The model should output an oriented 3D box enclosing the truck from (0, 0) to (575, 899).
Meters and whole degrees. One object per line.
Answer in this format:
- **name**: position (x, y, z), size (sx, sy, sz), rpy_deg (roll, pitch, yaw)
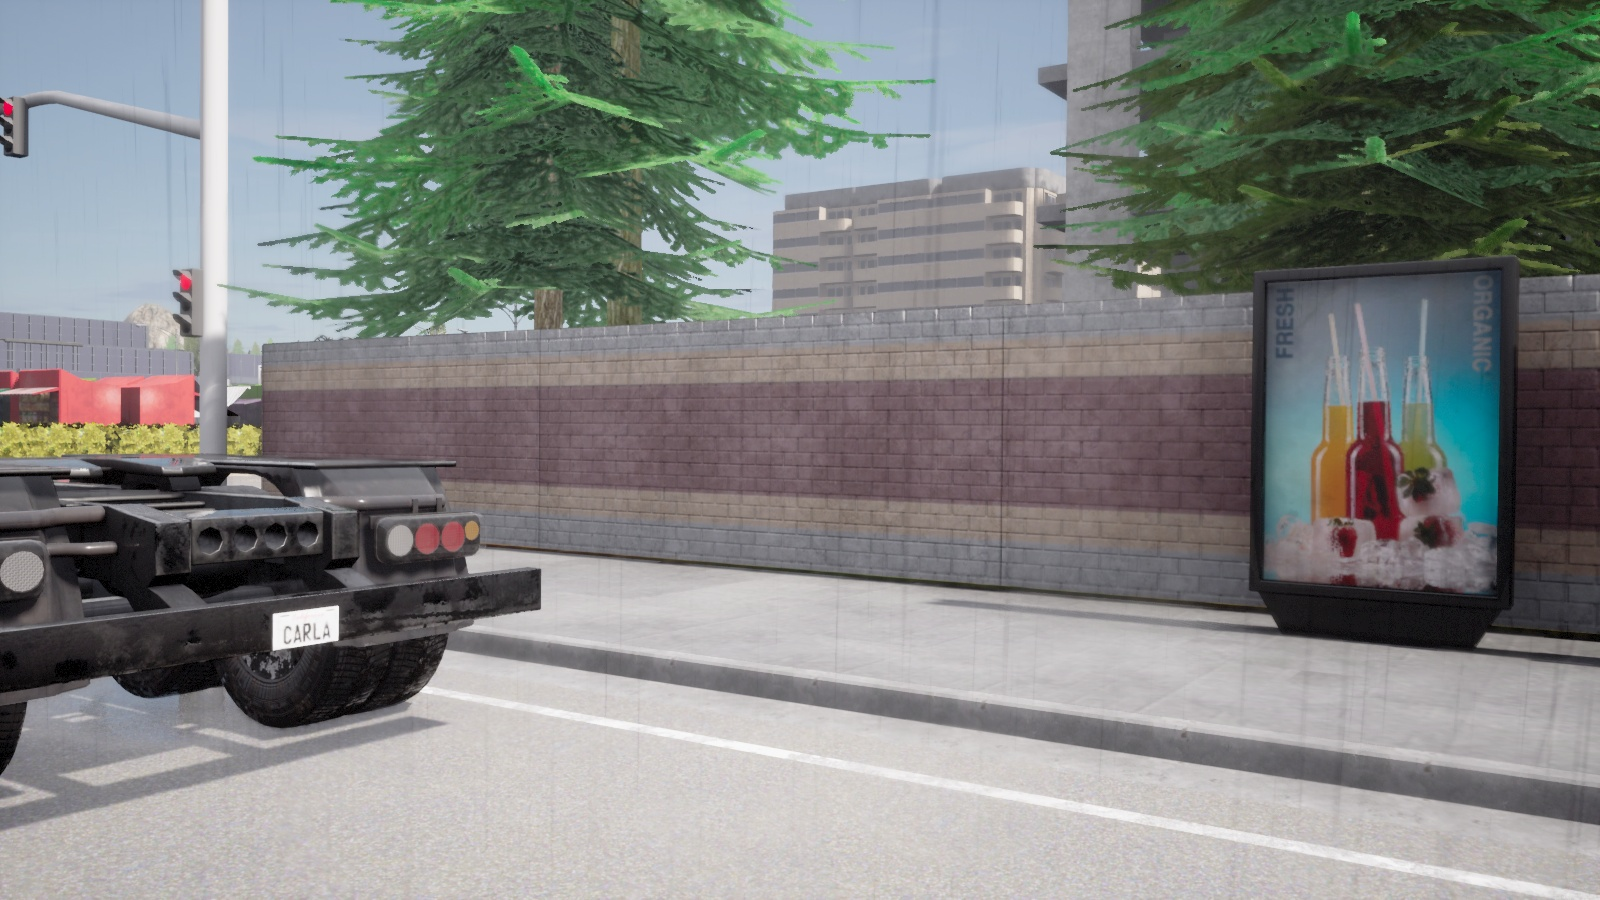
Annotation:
- **truck**: position (-5.216, -0.300, 7.067), size (7.936, 3.462, 2.891), rpy_deg (0, 1, 34)
